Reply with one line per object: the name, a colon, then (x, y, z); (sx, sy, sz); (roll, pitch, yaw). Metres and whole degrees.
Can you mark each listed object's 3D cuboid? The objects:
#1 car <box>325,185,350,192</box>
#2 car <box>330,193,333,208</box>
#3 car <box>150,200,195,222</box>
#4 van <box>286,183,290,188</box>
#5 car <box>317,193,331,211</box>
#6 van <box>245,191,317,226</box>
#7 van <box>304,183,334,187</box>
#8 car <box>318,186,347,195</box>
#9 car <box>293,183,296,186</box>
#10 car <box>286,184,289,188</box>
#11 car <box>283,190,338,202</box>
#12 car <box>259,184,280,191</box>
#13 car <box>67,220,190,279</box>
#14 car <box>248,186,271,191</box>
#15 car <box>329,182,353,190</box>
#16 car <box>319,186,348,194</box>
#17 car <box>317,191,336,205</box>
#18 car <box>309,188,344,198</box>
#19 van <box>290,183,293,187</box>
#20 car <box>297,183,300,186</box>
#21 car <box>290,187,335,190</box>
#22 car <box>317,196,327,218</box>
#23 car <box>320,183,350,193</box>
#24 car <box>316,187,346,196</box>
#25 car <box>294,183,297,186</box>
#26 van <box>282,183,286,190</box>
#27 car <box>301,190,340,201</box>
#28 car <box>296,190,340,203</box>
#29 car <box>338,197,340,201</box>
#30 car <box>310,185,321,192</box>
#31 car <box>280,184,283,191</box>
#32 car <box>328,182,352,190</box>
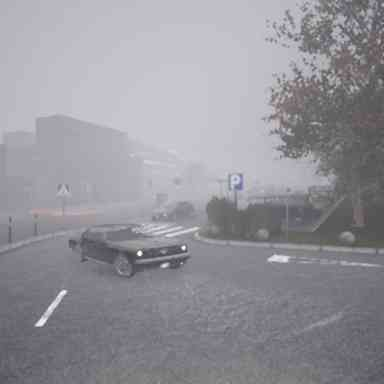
car: (32.460, -0.793, 74.295); (5.008, 1.535, 2.097); (-1, 2, 27)
car: (9.743, 1.083, 29.837); (4.792, 1.488, 2.163); (-1, 2, 27)
car: (-1.457, 1.450, 26.531); (1.837, 1.490, 4.892); (-1, 3, 27)
van: (20.383, -0.876, 79.654); (4.442, 1.987, 1.878); (-1, 2, 27)
car: (8.288, 1.156, 27.466); (5.366, 1.575, 1.946); (-1, 2, 27)
van: (5.816, 1.142, 22.490); (4.442, 1.987, 1.878); (-1, 2, 27)
van: (18.661, 0.106, 47.072); (4.442, 1.987, 1.878); (-1, 2, 27)
car: (26.151, -0.279, 61.943); (4.892, 1.521, 2.231); (-1, 2, 27)
car: (23.071, -0.838, 84.580); (4.792, 1.488, 2.163); (-1, 2, 27)
car: (19.209, -0.547, 77.112); (5.008, 1.535, 2.097); (-1, 2, 27)
car: (12.249, 0.846, 34.783); (5.008, 1.535, 2.097); (-1, 2, 27)
car: (14.077, -0.385, 67.141); (5.566, 2.045, 2.435); (-1, 2, 27)
car: (-2.189, 1.679, 10.539); (1.895, 1.301, 4.718); (1, -1, -41)
car: (9.153, 0.434, 47.211); (2.097, 1.767, 4.553); (-1, 2, 27)
car: (38.803, -1.611, 86.620); (5.566, 2.045, 2.435); (-1, 2, 27)
car: (27.413, -0.382, 64.412); (5.008, 1.535, 2.097); (-1, 2, 27)
car: (10.974, 0.951, 32.320); (4.892, 1.521, 2.231); (-1, 2, 27)
car: (21.065, 0.158, 52.083); (4.792, 1.488, 2.163); (-1, 2, 27)
van: (21.866, -0.986, 82.039); (4.442, 1.987, 1.878); (-1, 2, 27)
car: (25.604, -1.099, 89.580); (4.892, 1.521, 2.231); (-1, 2, 27)
car: (13.532, 0.617, 37.237); (4.553, 1.767, 2.185); (-1, 2, 27)
car: (7.216, 1.291, 24.898); (4.792, 1.488, 2.163); (-1, 2, 27)
car: (29.905, -0.837, 69.359); (5.566, 2.045, 2.435); (-1, 2, 27)
car: (24.908, -0.149, 59.465); (4.792, 1.488, 2.163); (-1, 2, 27)
car: (24.321, -0.942, 87.093); (4.674, 1.452, 2.002); (-1, 2, 27)
van: (18.036, -0.670, 74.556); (4.442, 1.987, 1.878); (-1, 2, 27)
car: (17.297, 0.475, 44.666); (4.674, 1.452, 2.002); (-1, 2, 27)
car: (16.030, 0.537, 42.195); (5.008, 1.535, 2.097); (-1, 2, 27)
car: (14.770, 0.680, 39.726); (4.674, 1.452, 2.002); (-1, 2, 27)
car: (29.971, -0.875, 80.580); (1.812, 1.442, 4.674); (-1, 2, 27)
car: (16.664, -0.301, 72.123); (4.674, 1.452, 2.002); (-1, 2, 27)
car: (37.489, -1.491, 84.176); (5.566, 2.045, 2.435); (-1, 2, 27)
